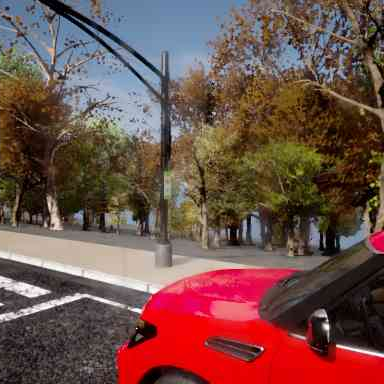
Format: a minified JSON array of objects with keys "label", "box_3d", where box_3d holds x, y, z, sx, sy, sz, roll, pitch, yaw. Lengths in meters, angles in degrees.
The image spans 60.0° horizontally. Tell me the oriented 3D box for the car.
[{"label":"car","box_3d":[1.997,1.222,2.289,5.566,2.045,2.150,0,0,34]}]
